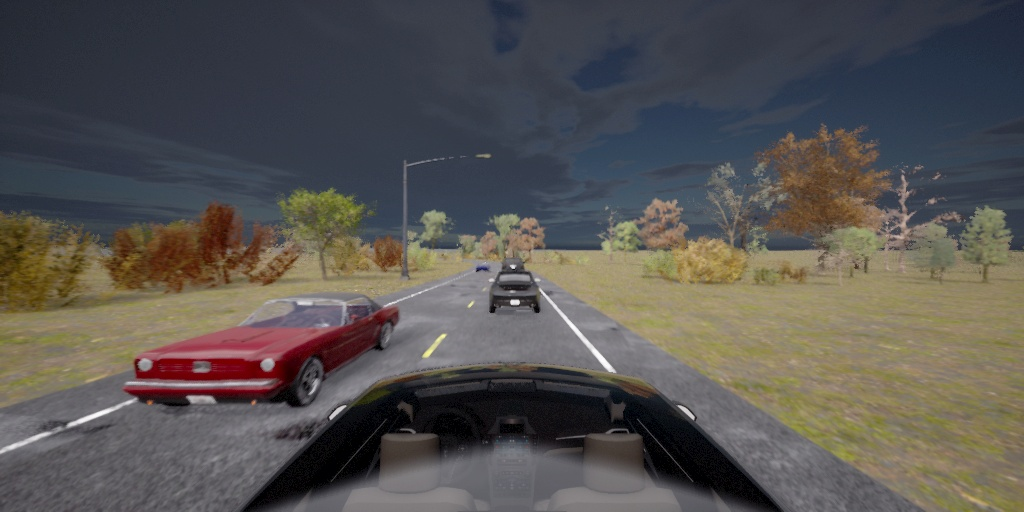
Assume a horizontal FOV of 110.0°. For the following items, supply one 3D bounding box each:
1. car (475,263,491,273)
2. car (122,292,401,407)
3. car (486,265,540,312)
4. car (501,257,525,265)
[{"bbox_3d":[-3.795,1.566,47.368,1.895,1.301,4.718,0,0,-1],"label":"car"},{"bbox_3d":[-3.598,1.372,6.364,1.895,1.301,4.718,0,0,0],"label":"car"},{"bbox_3d":[0.104,1.317,14.576,1.837,1.490,4.892,0,0,0],"label":"car"},{"bbox_3d":[0.086,1.134,35.391,2.150,2.045,5.566,0,0,0],"label":"car"}]
